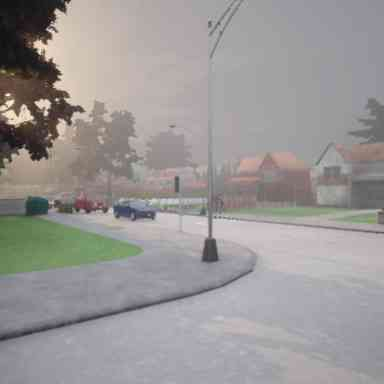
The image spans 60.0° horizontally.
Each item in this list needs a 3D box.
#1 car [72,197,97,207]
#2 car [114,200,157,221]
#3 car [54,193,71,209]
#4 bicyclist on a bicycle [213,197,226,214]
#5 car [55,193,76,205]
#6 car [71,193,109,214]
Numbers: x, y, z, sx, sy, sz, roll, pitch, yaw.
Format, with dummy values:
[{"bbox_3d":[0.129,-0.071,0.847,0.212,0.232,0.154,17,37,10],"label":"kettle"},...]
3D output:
[{"bbox_3d":[-16.333,1.472,50.309,2.033,1.411,5.357,0,0,-35],"label":"car"},{"bbox_3d":[-4.649,1.422,26.758,1.882,1.535,5.008,0,0,-36],"label":"car"},{"bbox_3d":[-16.349,1.298,43.169,2.097,1.767,4.553,0,0,-35],"label":"car"},{"bbox_3d":[2.575,1.253,31.093,1.656,1.620,0.582,-1,0,-36],"label":"bicyclist on a bicycle"},{"bbox_3d":[-22.523,1.146,58.958,2.150,2.045,5.566,0,0,-36],"label":"car"},{"bbox_3d":[-10.663,1.166,35.164,2.150,2.045,5.566,0,0,-36],"label":"car"}]
